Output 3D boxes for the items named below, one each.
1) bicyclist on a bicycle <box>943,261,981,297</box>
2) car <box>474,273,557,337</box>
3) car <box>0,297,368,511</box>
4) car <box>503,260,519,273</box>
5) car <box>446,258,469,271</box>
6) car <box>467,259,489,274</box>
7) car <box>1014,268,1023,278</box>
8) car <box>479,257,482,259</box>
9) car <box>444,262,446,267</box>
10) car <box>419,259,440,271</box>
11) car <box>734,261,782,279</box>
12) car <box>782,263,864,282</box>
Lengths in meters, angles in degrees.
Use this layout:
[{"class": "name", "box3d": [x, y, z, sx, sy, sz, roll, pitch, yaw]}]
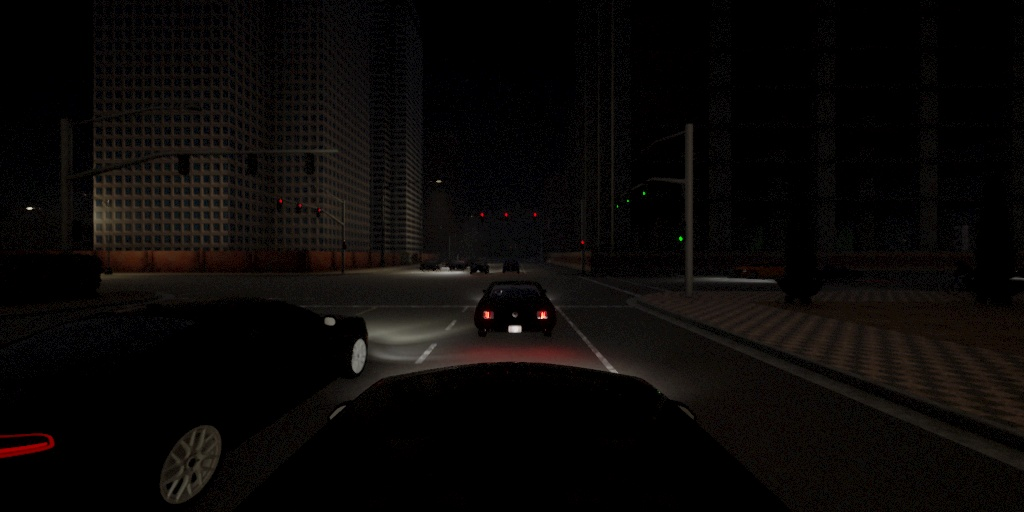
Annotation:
[{"class": "bicyclist on a bicycle", "box3d": [20.758, 1.041, 16.443, 0.582, 1.620, 1.656, 0, 0, 0]}, {"class": "car", "box3d": [0.074, 1.345, 10.242, 1.895, 1.301, 4.718, 0, 0, 0]}, {"class": "car", "box3d": [-3.452, 1.226, 4.293, 1.882, 1.535, 5.008, 0, 0, 1]}, {"class": "car", "box3d": [-0.085, 1.201, 43.925, 1.882, 1.535, 5.008, 0, 0, 0]}, {"class": "car", "box3d": [-7.223, 1.321, 48.480, 1.895, 1.301, 4.718, 0, 0, 1]}, {"class": "car", "box3d": [-3.608, 1.326, 40.768, 1.895, 1.301, 4.718, 0, 0, 0]}, {"class": "car", "box3d": [48.115, 1.279, 31.668, 5.357, 1.411, 2.033, 0, 0, 1]}, {"class": "car", "box3d": [-6.954, 1.216, 63.635, 1.837, 1.490, 4.892, 0, 0, 1]}, {"class": "car", "box3d": [-10.474, 1.312, 62.589, 1.895, 1.301, 4.718, 0, 0, 1]}, {"class": "car", "box3d": [-10.741, 1.199, 47.135, 1.882, 1.535, 5.008, 0, 0, 1]}, {"class": "car", "box3d": [22.491, 1.208, 31.916, 5.008, 1.535, 1.882, 0, 0, 0]}, {"class": "car", "box3d": [24.669, 1.334, 28.401, 4.718, 1.301, 1.895, 0, 0, 0]}]
